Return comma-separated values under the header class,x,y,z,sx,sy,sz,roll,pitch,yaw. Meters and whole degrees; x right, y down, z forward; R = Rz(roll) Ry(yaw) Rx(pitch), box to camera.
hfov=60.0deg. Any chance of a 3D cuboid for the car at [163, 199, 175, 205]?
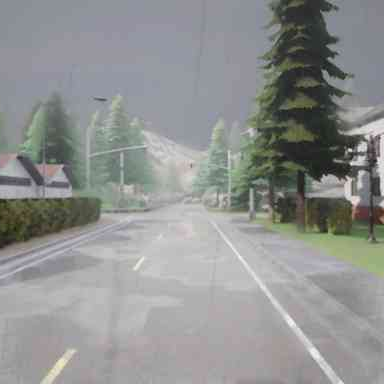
class,x,y,z,sx,sy,sz,roll,pitch,yaw
car,-5.570,2.433,80.277,1.994,1.385,4.181,0,-1,-28
